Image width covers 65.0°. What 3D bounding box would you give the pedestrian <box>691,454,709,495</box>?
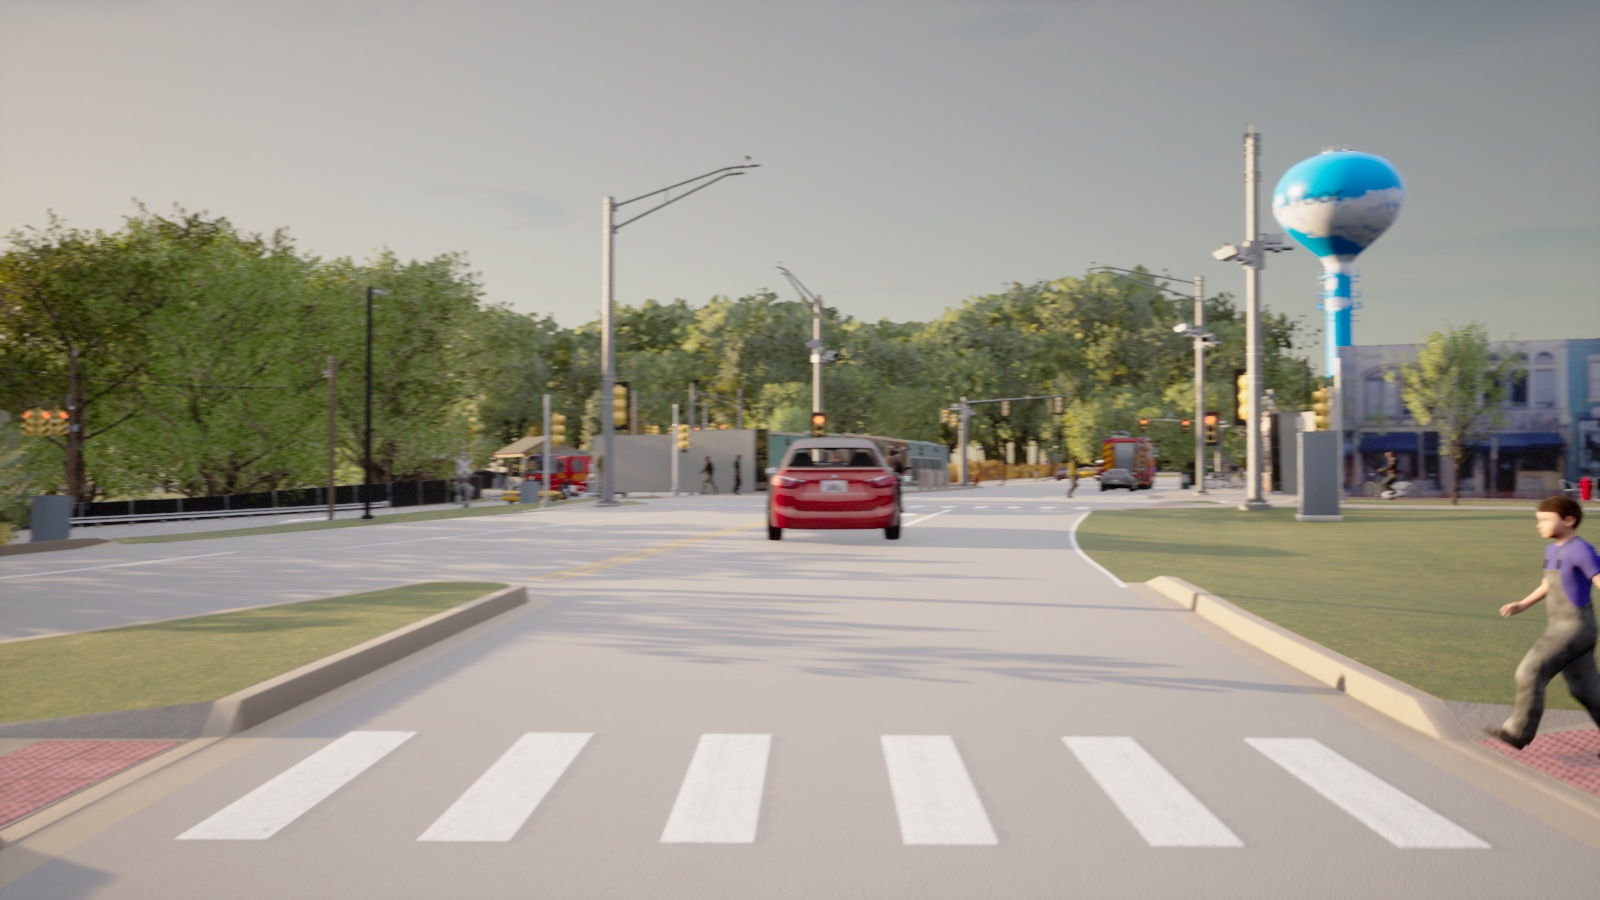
[{"bbox_3d":[-4.557,1.111,57.284,0.703,1.840,0.431,0,-2,13],"label":"pedestrian"}]

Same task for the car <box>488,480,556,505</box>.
[{"bbox_3d":[-19.577,2.998,88.830,1.801,1.575,5.366,0,0,25],"label":"car"}]

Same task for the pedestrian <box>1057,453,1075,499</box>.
[{"bbox_3d":[10.849,1.056,51.226,0.726,1.835,0.370,0,-2,15],"label":"pedestrian"}]

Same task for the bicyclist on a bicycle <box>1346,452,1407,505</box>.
[{"bbox_3d":[19.559,0.956,42.647,1.843,1.776,0.659,0,-1,23],"label":"bicyclist on a bicycle"}]

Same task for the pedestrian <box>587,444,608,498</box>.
[{"bbox_3d":[-7.008,0.730,43.408,0.431,1.840,0.709,0,-2,17],"label":"pedestrian"}]

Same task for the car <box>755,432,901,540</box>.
[{"bbox_3d":[0.399,0.549,21.631,2.242,1.667,4.611,0,0,-1],"label":"car"}]

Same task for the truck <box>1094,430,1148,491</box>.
[{"bbox_3d":[21.596,0.744,84.193,2.891,3.827,8.468,0,-1,18],"label":"truck"}]

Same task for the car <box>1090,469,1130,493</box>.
[{"bbox_3d":[18.498,1.809,74.771,1.994,1.385,4.181,0,-1,18],"label":"car"}]

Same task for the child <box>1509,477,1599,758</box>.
[{"bbox_3d":[3.571,0.760,5.822,0.437,1.263,0.270,0,-2,18],"label":"child"}]

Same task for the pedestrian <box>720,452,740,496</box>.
[{"bbox_3d":[-3.083,1.056,55.352,0.788,1.949,0.423,0,-2,20],"label":"pedestrian"}]
